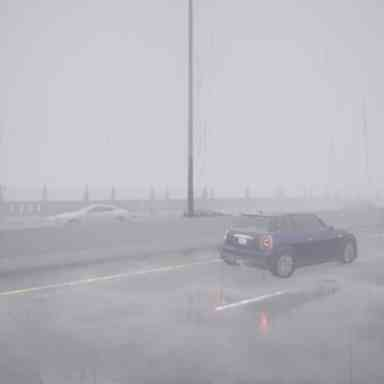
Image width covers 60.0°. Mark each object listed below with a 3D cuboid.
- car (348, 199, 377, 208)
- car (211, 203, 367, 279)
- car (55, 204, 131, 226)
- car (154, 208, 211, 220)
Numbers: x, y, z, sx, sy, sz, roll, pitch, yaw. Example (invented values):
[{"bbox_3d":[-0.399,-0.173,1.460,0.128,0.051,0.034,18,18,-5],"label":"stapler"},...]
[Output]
[{"bbox_3d":[16.765,1.506,33.510,4.892,1.490,1.837,1,0,-37],"label":"car"},{"bbox_3d":[3.107,1.352,10.260,4.553,1.767,2.097,0,0,-36],"label":"car"},{"bbox_3d":[-6.174,1.525,21.085,4.674,1.442,1.812,0,0,-36],"label":"car"},{"bbox_3d":[-0.010,1.547,16.880,5.357,1.411,2.033,0,0,-36],"label":"car"}]
